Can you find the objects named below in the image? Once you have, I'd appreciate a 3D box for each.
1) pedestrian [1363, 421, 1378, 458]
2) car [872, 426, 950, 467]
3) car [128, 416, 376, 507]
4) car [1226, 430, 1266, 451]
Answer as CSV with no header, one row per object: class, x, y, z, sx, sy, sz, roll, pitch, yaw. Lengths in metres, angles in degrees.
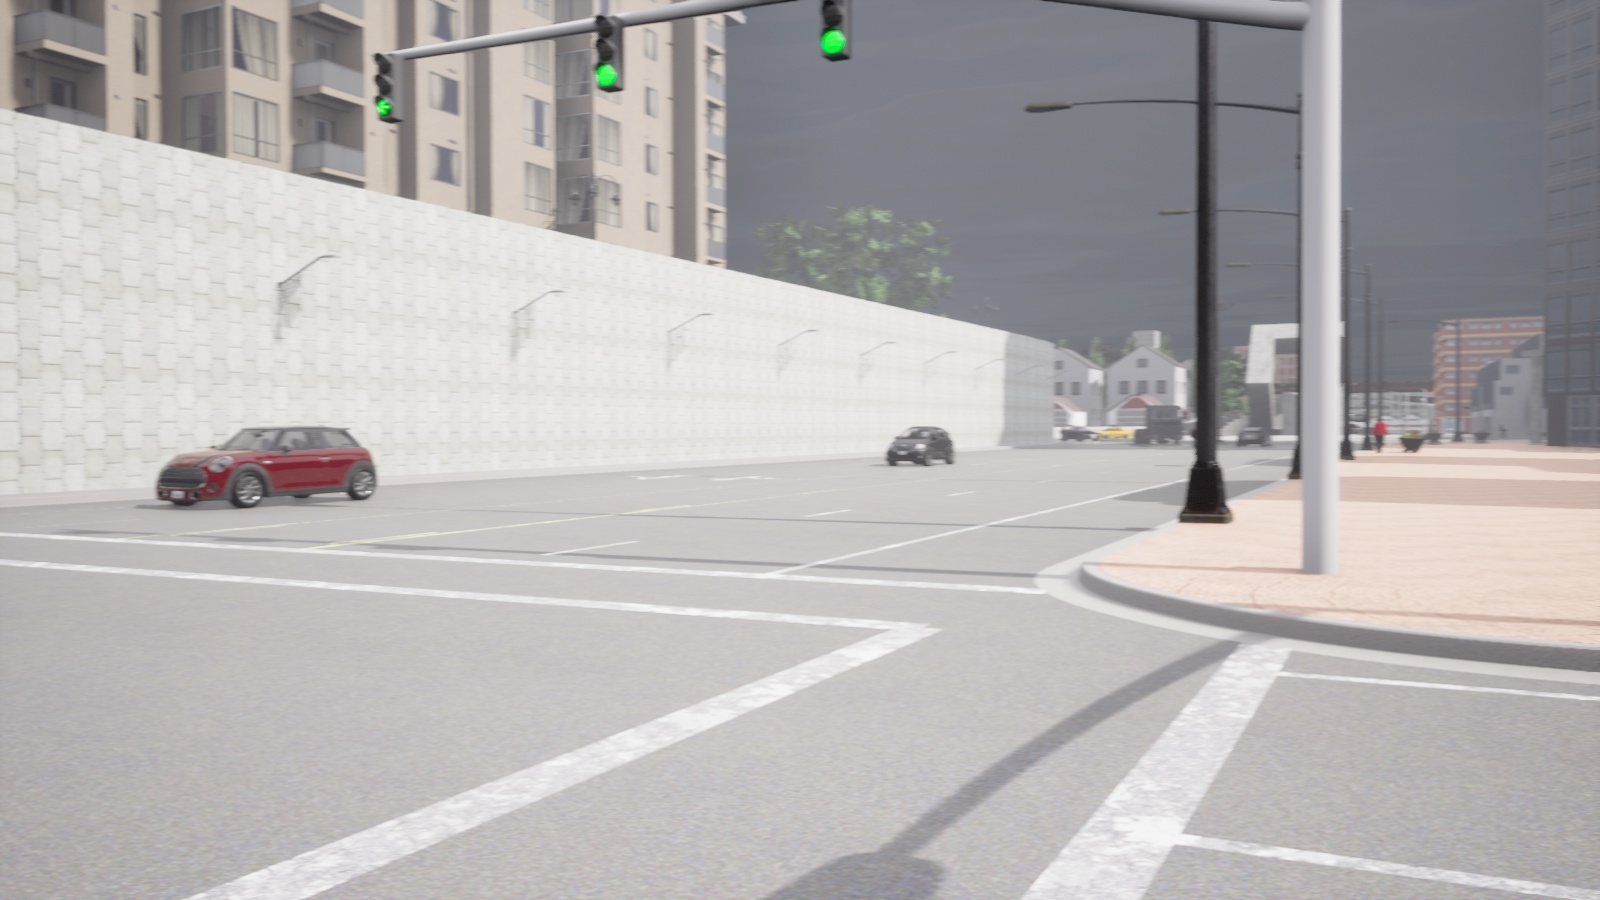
pedestrian,28.003,-0.520,61.658,0.634,1.844,0.899,1,1,24
car,4.577,-0.167,51.291,1.851,1.617,3.988,1,1,26
car,-11.488,0.178,26.689,2.097,1.767,4.553,1,1,26
car,32.943,-0.707,92.689,2.163,1.488,4.792,1,1,28
